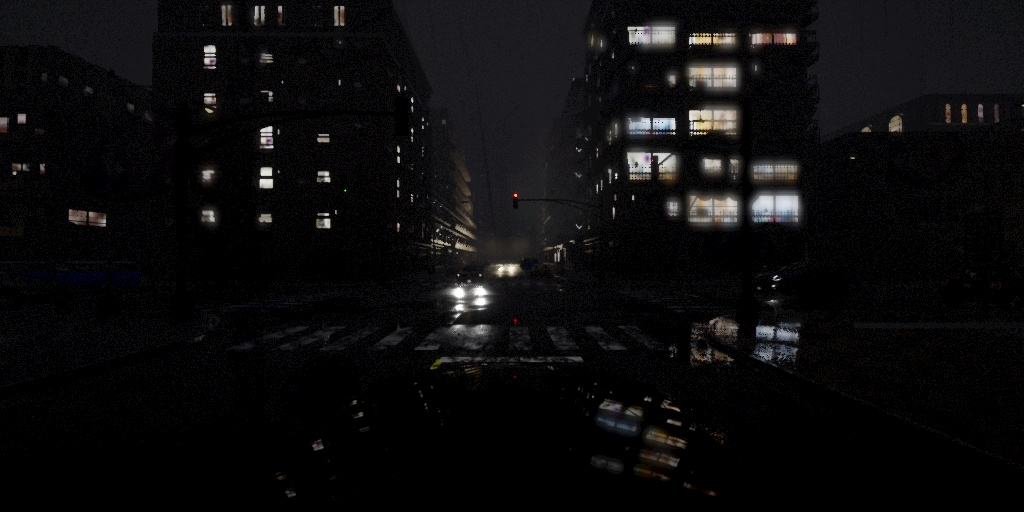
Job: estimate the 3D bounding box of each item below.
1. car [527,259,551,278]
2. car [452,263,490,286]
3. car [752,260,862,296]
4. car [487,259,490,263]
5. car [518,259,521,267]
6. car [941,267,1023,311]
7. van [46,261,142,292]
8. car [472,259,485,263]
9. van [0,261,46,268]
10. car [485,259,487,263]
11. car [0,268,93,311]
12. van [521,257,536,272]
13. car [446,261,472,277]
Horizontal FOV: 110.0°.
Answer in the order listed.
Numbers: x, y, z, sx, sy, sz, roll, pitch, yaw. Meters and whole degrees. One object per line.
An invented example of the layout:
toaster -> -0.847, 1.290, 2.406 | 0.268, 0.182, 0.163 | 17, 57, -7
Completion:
car -> 2.615, 1.290, 33.555 | 1.751, 1.417, 4.829 | 0, 0, 0
car -> -2.810, 1.361, 25.766 | 1.895, 1.301, 4.718 | 0, 0, 0
car -> 15.091, 1.092, 18.605 | 4.553, 1.767, 2.097 | 0, -1, 1
car -> -5.473, 1.382, 64.279 | 1.802, 1.307, 4.207 | 0, 0, 0
car -> 2.436, 1.100, 53.041 | 2.192, 1.841, 5.009 | 0, 0, 0
car -> 18.660, 1.103, 13.132 | 4.097, 1.591, 1.967 | 0, 0, 1
van -> -24.858, 1.191, 21.580 | 3.998, 1.789, 1.690 | 0, 0, 1
car -> -5.445, 1.367, 52.963 | 1.802, 1.307, 4.207 | 0, 0, 0
van -> -30.452, 1.201, 21.653 | 3.998, 1.789, 1.690 | 0, 0, 1
car -> -5.459, 1.318, 58.451 | 1.751, 1.417, 4.829 | 0, 0, 0
car -> -19.367, 1.290, 13.628 | 4.403, 1.370, 2.007 | 0, 0, 1
van -> 2.483, 1.119, 47.388 | 1.690, 1.789, 3.998 | 0, 0, 0
car -> -5.531, 1.317, 35.990 | 2.007, 1.370, 4.403 | 0, 0, 0
